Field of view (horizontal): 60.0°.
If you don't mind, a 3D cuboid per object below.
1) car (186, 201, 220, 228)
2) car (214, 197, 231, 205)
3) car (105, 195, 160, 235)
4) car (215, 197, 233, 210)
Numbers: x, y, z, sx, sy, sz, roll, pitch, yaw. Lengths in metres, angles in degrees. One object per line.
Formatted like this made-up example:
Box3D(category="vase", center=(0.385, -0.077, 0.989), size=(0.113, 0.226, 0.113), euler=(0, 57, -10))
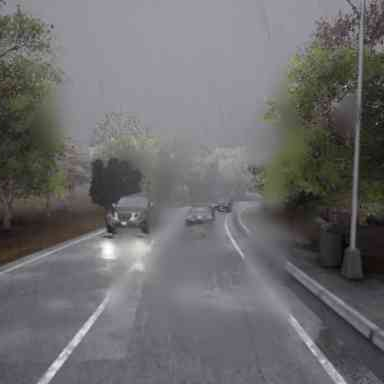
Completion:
Box3D(category="car", center=(0.659, 1.536, 21.945), size=(2.033, 1.411, 5.357), euler=(0, 0, 5))
Box3D(category="car", center=(5.552, 1.569, 59.733), size=(1.895, 1.301, 4.718), euler=(2, 0, 21))
Box3D(category="car", center=(-3.205, 1.191, 19.211), size=(2.150, 2.045, 5.566), euler=(0, 0, 4))
Box3D(category="car", center=(4.092, 1.615, 42.856), size=(1.895, 1.301, 4.718), euler=(1, 0, 14))
